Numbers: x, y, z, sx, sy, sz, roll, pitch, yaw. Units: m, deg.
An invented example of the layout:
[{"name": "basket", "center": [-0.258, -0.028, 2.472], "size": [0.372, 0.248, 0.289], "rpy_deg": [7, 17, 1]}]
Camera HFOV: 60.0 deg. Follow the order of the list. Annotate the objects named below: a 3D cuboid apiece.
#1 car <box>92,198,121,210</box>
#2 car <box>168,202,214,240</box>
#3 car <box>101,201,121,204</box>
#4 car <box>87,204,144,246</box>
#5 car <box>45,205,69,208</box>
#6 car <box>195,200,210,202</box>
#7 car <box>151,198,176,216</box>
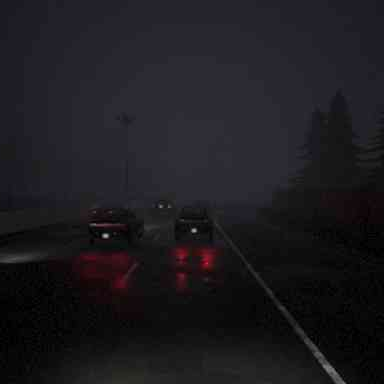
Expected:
[{"name": "car", "center": [-11.436, 1.603, 44.645], "size": [1.812, 1.442, 4.674], "rpy_deg": [0, 0, 13]}, {"name": "car", "center": [0.092, 1.522, 17.298], "size": [2.128, 1.511, 4.902], "rpy_deg": [0, 0, 0]}, {"name": "car", "center": [-6.657, 1.596, 27.908], "size": [2.033, 1.411, 5.357], "rpy_deg": [0, 0, 3]}, {"name": "car", "center": [-3.408, 1.519, 15.548], "size": [2.128, 1.511, 4.902], "rpy_deg": [0, 0, 0]}, {"name": "car", "center": [-18.286, 1.605, 46.047], "size": [1.812, 1.442, 4.674], "rpy_deg": [0, 0, 13]}, {"name": "car", "center": [1.121, 1.539, 34.755], "size": [1.882, 1.535, 5.008], "rpy_deg": [0, 0, 8]}, {"name": "car", "center": [-2.631, 1.410, 32.939], "size": [2.097, 1.767, 4.553], "rpy_deg": [0, 0, 6]}]
